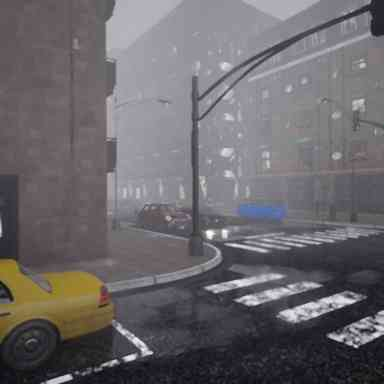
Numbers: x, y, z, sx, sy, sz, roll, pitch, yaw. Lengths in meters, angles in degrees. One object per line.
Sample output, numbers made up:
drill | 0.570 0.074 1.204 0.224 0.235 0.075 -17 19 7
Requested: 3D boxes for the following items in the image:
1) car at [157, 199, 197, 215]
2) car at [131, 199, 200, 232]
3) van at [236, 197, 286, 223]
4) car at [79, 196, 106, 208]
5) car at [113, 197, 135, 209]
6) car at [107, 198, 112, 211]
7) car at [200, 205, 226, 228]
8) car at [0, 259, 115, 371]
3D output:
car | -1.636 1.449 34.317 1.752 1.417 4.829 0 0 -36
car | -1.705 1.440 20.108 1.967 1.590 4.097 0 0 -36
van | 5.098 1.280 25.002 1.690 1.788 3.998 0 0 -36
car | -14.131 1.429 47.089 2.128 1.511 4.902 -1 0 -36
car | -8.169 1.463 43.355 1.887 1.381 4.507 -1 0 -36
car | -11.093 1.486 37.528 1.812 1.442 4.674 -1 0 -36
car | 0.331 1.544 21.711 1.994 1.385 4.181 -1 1 -36
car | -3.443 1.525 4.112 4.829 1.417 1.752 0 0 -35
